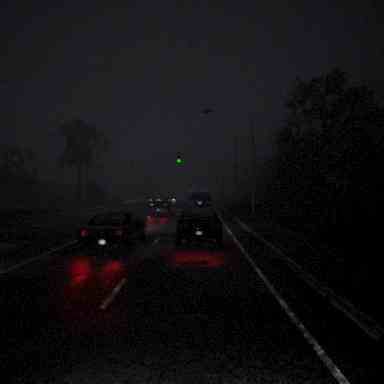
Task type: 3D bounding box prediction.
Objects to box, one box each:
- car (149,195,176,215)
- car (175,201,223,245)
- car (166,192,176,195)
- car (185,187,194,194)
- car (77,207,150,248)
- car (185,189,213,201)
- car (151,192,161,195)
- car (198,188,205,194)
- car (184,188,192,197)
[{"bbox_3d":[-2.909,1.282,30.859,2.128,1.511,4.902,0,0,-1],"label":"car"},{"bbox_3d":[0.312,1.376,15.007,1.882,1.535,5.008,0,0,1],"label":"car"},{"bbox_3d":[-4.772,0.812,77.363,1.837,1.490,4.892,0,2,2],"label":"car"},{"bbox_3d":[-0.687,-0.463,94.421,2.097,1.767,4.553,0,3,2],"label":"car"},{"bbox_3d":[-3.202,1.503,14.238,1.895,1.301,4.718,0,0,1],"label":"car"},{"bbox_3d":[0.750,1.015,30.608,2.150,2.045,5.566,0,0,2],"label":"car"},{"bbox_3d":[-8.270,0.810,77.483,1.837,1.490,4.892,0,2,2],"label":"car"},{"bbox_3d":[2.812,-0.340,94.339,1.882,1.535,5.008,0,3,2],"label":"car"},{"bbox_3d":[-1.041,0.487,84.055,2.033,1.411,5.357,0,3,2],"label":"car"}]
